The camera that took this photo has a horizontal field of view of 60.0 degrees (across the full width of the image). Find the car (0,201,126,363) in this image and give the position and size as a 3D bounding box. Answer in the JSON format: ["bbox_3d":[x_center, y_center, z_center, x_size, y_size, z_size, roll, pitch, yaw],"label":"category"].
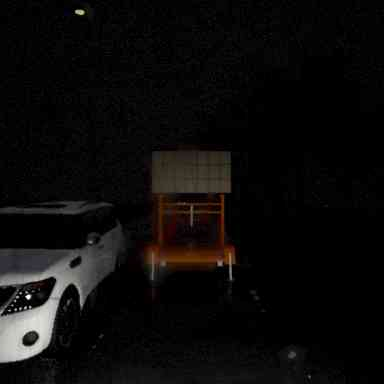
[{"bbox_3d":[-2.744,1.227,6.331,2.150,2.045,5.566,0,0,0],"label":"car"}]

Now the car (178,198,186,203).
[{"bbox_3d":[-2.647,2.254,89.163,2.033,1.411,5.357,0,-1,0],"label":"car"}]

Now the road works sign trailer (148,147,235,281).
[{"bbox_3d":[-0.008,0.473,9.890,2.380,3.560,2.880,0,0,0],"label":"road works sign trailer"}]
